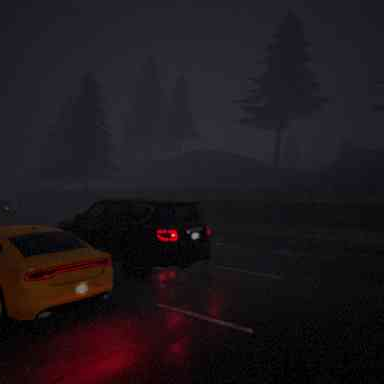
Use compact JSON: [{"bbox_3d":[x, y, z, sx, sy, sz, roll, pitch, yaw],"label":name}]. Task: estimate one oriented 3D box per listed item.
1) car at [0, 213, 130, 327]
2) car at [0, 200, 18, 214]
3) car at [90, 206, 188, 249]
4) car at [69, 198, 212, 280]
[{"bbox_3d":[-3.767,1.444,7.082,5.008,1.535,1.882,0,0,39],"label":"car"},{"bbox_3d":[-17.093,1.394,29.756,2.033,1.411,5.357,0,0,-40],"label":"car"},{"bbox_3d":[-2.562,1.483,15.171,4.674,1.442,1.812,0,0,41],"label":"car"},{"bbox_3d":[-1.998,1.192,10.115,5.566,2.045,2.150,0,0,39],"label":"car"}]
